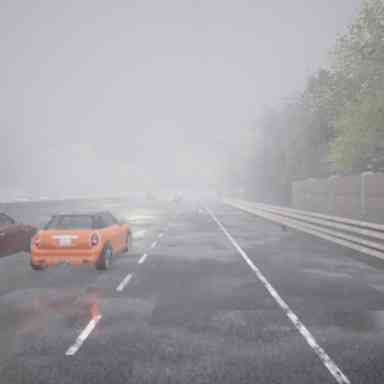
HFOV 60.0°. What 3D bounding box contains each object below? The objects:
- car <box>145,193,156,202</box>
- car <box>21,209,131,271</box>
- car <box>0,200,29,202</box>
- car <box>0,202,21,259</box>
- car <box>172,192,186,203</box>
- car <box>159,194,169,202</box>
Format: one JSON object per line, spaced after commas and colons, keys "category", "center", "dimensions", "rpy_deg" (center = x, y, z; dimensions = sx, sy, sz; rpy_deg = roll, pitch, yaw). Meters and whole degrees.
{"category": "car", "center": [-9.936, 1.276, 80.565], "dimensions": [2.150, 2.045, 5.566], "rpy_deg": [0, 0, 0]}
{"category": "car", "center": [-3.414, 1.366, 11.117], "dimensions": [2.097, 1.767, 4.553], "rpy_deg": [0, 0, 0]}
{"category": "car", "center": [-20.770, 1.689, 40.201], "dimensions": [1.895, 1.301, 4.718], "rpy_deg": [0, 0, 1]}
{"category": "car", "center": [-6.913, 1.381, 10.981], "dimensions": [2.097, 1.767, 4.553], "rpy_deg": [0, 0, 0]}
{"category": "car", "center": [-3.004, 1.376, 70.625], "dimensions": [2.097, 1.767, 4.553], "rpy_deg": [0, 0, 0]}
{"category": "car", "center": [-6.463, 1.514, 76.573], "dimensions": [1.882, 1.535, 5.008], "rpy_deg": [0, 0, 0]}
